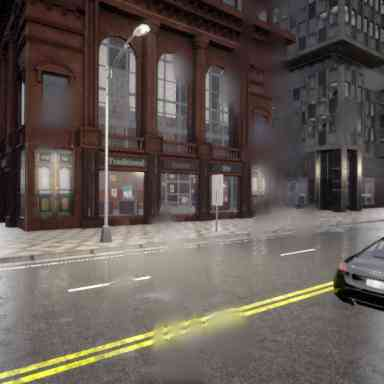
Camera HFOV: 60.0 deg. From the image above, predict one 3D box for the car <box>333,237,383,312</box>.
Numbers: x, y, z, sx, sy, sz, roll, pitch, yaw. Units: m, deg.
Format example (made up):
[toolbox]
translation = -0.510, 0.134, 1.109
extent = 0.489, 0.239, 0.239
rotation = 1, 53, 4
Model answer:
[car]
translation = 4.825, 1.561, 6.899
extent = 4.181, 1.385, 1.994
rotation = 0, 0, -35
